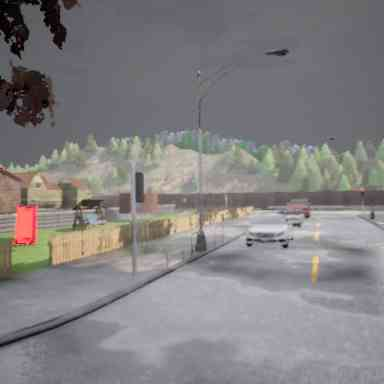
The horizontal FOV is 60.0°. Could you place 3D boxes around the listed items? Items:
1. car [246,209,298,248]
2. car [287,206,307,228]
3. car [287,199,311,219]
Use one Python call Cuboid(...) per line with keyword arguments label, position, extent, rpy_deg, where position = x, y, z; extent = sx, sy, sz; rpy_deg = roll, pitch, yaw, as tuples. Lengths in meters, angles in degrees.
Cuboid(label="car", position=(3.956, 1.792, 16.413), extent=(1.812, 1.442, 4.674), rpy_deg=(-1, -1, 21))
Cuboid(label="car", position=(7.543, 1.990, 25.564), extent=(1.895, 1.301, 4.718), rpy_deg=(-1, -1, 21))
Cuboid(label="car", position=(11.478, 1.742, 35.504), extent=(2.150, 2.045, 5.566), rpy_deg=(-1, -1, 22))
